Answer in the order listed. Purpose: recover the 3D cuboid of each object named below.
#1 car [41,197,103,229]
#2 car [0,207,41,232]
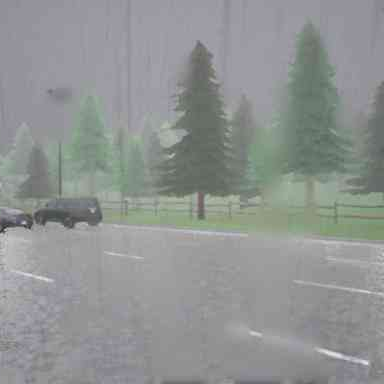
[{"bbox_3d":[-8.580,1.355,23.004,5.566,2.045,2.150,0,0,35],"label":"car"},{"bbox_3d":[-11.822,1.669,20.998,4.674,1.442,1.812,0,0,35],"label":"car"}]
